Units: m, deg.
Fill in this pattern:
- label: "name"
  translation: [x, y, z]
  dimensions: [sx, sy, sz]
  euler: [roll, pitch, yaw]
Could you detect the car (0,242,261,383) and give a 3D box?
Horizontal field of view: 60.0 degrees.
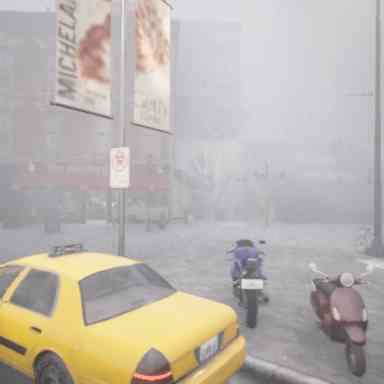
- label: "car"
  translation: [-1.940, 1.495, 4.710]
  dimensions: [5.366, 1.575, 1.801]
  euler: [0, -1, 35]
